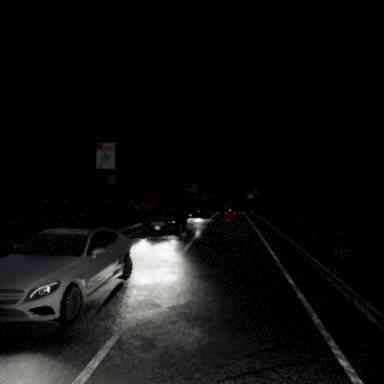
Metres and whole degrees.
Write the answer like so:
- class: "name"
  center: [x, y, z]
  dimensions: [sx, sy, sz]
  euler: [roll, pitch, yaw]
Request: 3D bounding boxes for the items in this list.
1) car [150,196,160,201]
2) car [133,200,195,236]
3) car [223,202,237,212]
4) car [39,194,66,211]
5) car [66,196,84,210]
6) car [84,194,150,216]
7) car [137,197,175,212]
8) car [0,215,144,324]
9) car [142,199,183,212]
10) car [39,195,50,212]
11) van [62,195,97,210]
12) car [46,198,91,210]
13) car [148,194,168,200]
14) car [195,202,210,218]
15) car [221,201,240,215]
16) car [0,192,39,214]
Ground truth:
- class: "car"
  center: [-5.963, 1.439, 31.338]
  dimensions: [5.008, 1.535, 2.097]
  euler: [1, -1, 6]
- class: "car"
  center: [-1.353, 1.436, 18.167]
  dimensions: [2.128, 1.511, 4.902]
  euler: [1, 0, 7]
- class: "car"
  center: [5.589, 2.181, 48.327]
  dimensions: [1.895, 1.301, 4.718]
  euler: [1, 0, 7]
- class: "car"
  center: [-17.623, 1.153, 37.239]
  dimensions: [5.566, 2.045, 2.435]
  euler: [1, -1, 6]
- class: "car"
  center: [-17.195, 1.563, 42.935]
  dimensions: [5.366, 1.575, 1.946]
  euler: [1, -2, 6]
- class: "car"
  center: [-6.316, 1.248, 28.326]
  dimensions: [4.553, 1.767, 2.185]
  euler: [1, -1, 6]
- class: "car"
  center: [-4.638, 1.641, 43.410]
  dimensions: [4.553, 1.767, 2.185]
  euler: [1, -2, 6]
- class: "car"
  center: [-2.670, 1.476, 7.245]
  dimensions: [1.812, 1.442, 4.674]
  euler: [1, 0, 8]
- class: "car"
  center: [-4.096, 1.867, 46.279]
  dimensions: [5.366, 1.575, 1.946]
  euler: [1, -2, 6]
- class: "car"
  center: [-17.951, 1.340, 34.460]
  dimensions: [4.892, 1.521, 2.231]
  euler: [1, -1, 6]
- class: "van"
  center: [-16.276, 1.527, 48.326]
  dimensions: [4.442, 1.987, 1.878]
  euler: [1, -2, 6]
- class: "car"
  center: [-16.894, 1.649, 45.578]
  dimensions: [5.366, 1.575, 1.946]
  euler: [1, -2, 7]
- class: "car"
  center: [-5.667, 1.252, 34.246]
  dimensions: [5.566, 2.045, 2.435]
  euler: [1, -1, 6]
- class: "car"
  center: [0.176, 1.622, 31.021]
  dimensions: [2.033, 1.411, 5.357]
  euler: [1, -1, 7]
- class: "car"
  center: [4.315, 1.772, 37.632]
  dimensions: [1.837, 1.490, 4.892]
  euler: [1, -1, 7]
- class: "car"
  center: [-18.215, 1.030, 31.810]
  dimensions: [5.566, 2.045, 2.435]
  euler: [1, -1, 6]
